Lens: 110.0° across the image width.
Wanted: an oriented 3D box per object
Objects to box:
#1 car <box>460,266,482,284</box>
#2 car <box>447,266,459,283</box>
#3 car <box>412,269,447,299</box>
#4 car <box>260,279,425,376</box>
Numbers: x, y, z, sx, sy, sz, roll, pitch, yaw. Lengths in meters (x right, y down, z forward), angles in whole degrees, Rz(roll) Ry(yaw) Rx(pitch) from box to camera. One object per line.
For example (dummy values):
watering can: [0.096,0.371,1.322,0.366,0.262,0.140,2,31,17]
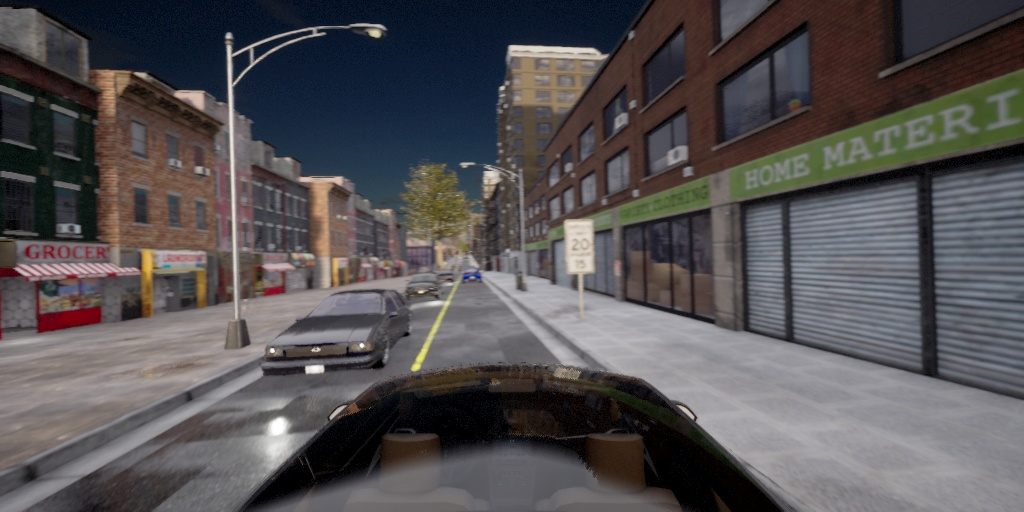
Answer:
car: [-4.059,1.933,36.516,1.882,1.535,5.008,-2,-1,-7]
car: [-7.282,2.163,39.329,2.033,1.411,5.357,-2,-1,-7]
car: [-5.147,1.721,21.452,1.837,1.490,4.892,-2,-1,-7]
car: [-3.531,1.502,8.468,2.033,1.411,5.357,-2,-1,-7]
